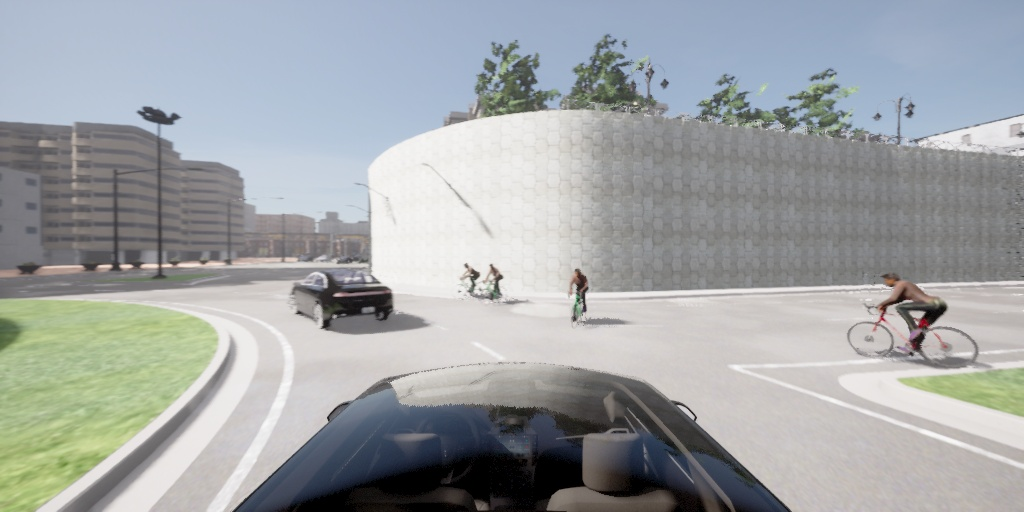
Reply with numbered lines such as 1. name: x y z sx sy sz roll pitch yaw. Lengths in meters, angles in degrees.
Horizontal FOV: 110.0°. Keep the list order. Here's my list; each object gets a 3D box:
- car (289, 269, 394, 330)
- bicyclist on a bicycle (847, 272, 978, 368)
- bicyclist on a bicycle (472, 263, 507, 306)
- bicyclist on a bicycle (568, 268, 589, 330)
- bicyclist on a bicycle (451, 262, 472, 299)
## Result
1. car: -5.331 1.158 10.969 2.128 1.511 4.902 0 0 -43
2. bicyclist on a bicycle: 7.153 1.119 6.537 0.582 1.620 1.656 8 -7 -27
3. bicyclist on a bicycle: -0.692 1.097 13.917 0.582 1.620 1.656 1 1 36
4. bicyclist on a bicycle: 1.856 1.141 9.945 0.582 1.620 1.656 0 1 25
5. bicyclist on a bicycle: -1.829 1.053 15.560 1.656 1.620 0.582 -5 17 -22
